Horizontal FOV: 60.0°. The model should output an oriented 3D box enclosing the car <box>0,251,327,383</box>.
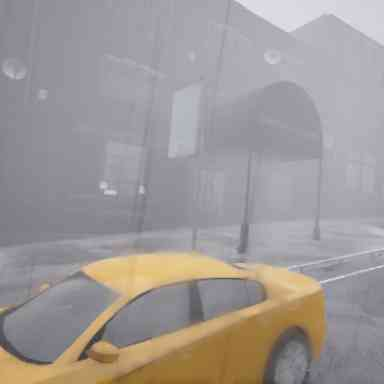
[{"bbox_3d":[-0.625,1.480,3.542,5.008,1.535,1.882,0,0,-35],"label":"car"}]
